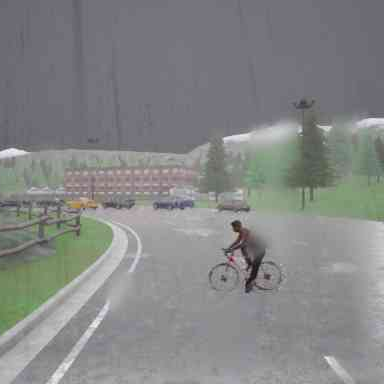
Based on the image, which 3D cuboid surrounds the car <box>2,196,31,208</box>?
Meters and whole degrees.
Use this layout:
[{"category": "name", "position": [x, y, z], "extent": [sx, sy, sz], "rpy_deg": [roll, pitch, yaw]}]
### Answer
[{"category": "car", "position": [-25.603, 1.352, 48.256], "extent": [4.553, 1.767, 2.097], "rpy_deg": [0, 0, 20]}]

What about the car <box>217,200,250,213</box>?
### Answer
[{"category": "car", "position": [4.676, 1.564, 37.926], "extent": [1.994, 1.385, 4.181], "rpy_deg": [0, 0, -33]}]

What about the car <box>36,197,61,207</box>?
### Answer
[{"category": "car", "position": [-21.360, 1.526, 50.283], "extent": [4.674, 1.442, 1.812], "rpy_deg": [0, 0, 24]}]

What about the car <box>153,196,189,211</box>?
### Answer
[{"category": "car", "position": [-2.964, 1.352, 41.825], "extent": [2.097, 1.767, 4.553], "rpy_deg": [0, 0, -42]}]

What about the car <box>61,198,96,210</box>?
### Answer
[{"category": "car", "position": [-13.999, 1.478, 42.137], "extent": [5.008, 1.535, 1.882], "rpy_deg": [0, 0, 36]}]

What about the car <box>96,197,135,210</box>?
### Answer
[{"category": "car", "position": [-9.813, 1.491, 43.244], "extent": [4.902, 1.511, 2.128], "rpy_deg": [0, 0, 40]}]

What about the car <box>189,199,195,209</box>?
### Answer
[{"category": "car", "position": [-1.782, 1.478, 45.638], "extent": [1.882, 1.535, 5.008], "rpy_deg": [0, 0, -43]}]

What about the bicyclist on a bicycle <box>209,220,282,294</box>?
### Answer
[{"category": "bicyclist on a bicycle", "position": [1.185, 1.455, 7.475], "extent": [1.656, 1.620, 0.582], "rpy_deg": [-2, 0, -1]}]

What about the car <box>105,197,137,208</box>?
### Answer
[{"category": "car", "position": [-10.364, 1.505, 48.273], "extent": [4.892, 1.490, 1.837], "rpy_deg": [0, 0, 37]}]
